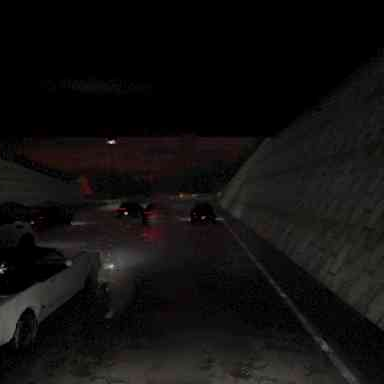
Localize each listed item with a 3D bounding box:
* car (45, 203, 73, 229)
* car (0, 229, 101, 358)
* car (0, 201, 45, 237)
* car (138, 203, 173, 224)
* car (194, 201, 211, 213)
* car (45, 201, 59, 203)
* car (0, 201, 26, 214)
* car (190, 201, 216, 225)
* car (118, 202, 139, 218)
[{"bbox_3d":[-9.747,1.712,22.620,1.812,1.442,4.674,0,0,1],"label":"car"},{"bbox_3d":[-3.189,1.656,6.053,1.895,1.301,4.718,0,0,2],"label":"car"},{"bbox_3d":[-6.600,1.320,9.363,2.150,2.045,5.566,0,0,2],"label":"car"},{"bbox_3d":[-2.641,1.648,25.950,1.837,1.490,4.892,0,0,2],"label":"car"},{"bbox_3d":[1.251,1.780,40.472,1.895,1.301,4.718,0,0,2],"label":"car"},{"bbox_3d":[-19.744,1.926,46.174,2.033,1.411,5.357,0,0,2],"label":"car"},{"bbox_3d":[-23.370,1.916,42.561,1.812,1.442,4.674,0,0,2],"label":"car"},{"bbox_3d":[0.833,1.638,25.360,1.812,1.442,4.674,0,-1,1],"label":"car"},{"bbox_3d":[-5.958,1.707,32.818,1.837,1.490,4.892,0,0,2],"label":"car"}]
